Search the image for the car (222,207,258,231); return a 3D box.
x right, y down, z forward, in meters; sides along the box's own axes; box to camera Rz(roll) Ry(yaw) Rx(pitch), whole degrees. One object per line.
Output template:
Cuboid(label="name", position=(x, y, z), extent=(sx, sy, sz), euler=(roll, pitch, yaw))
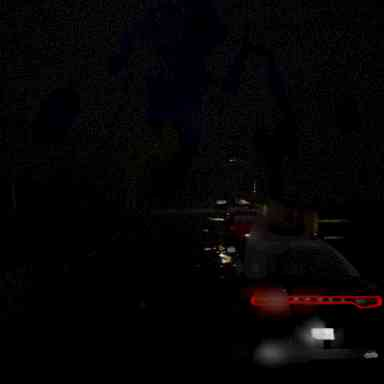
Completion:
Cuboid(label="car", position=(2.561, 1.682, 16.315), extent=(1.812, 1.442, 4.674), euler=(-1, -1, 5))

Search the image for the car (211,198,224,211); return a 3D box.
Cuboid(label="car", position=(4.216, 1.996, 48.155), extent=(2.128, 1.511, 4.902), euler=(-1, -1, 5))

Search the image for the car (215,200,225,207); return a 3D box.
Cuboid(label="car", position=(5.700, 2.281, 66.725), extent=(1.895, 1.301, 4.718), euler=(-1, -1, 5))

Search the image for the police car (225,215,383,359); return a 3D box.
Cuboid(label="police car", position=(1.738, 1.475, 6.453), extent=(1.930, 1.638, 5.238), euler=(-1, -1, 5))

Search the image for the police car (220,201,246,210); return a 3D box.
Cuboid(label="police car", position=(3.065, 1.645, 22.410), extent=(1.930, 1.638, 5.238), euler=(-1, -1, 5))
